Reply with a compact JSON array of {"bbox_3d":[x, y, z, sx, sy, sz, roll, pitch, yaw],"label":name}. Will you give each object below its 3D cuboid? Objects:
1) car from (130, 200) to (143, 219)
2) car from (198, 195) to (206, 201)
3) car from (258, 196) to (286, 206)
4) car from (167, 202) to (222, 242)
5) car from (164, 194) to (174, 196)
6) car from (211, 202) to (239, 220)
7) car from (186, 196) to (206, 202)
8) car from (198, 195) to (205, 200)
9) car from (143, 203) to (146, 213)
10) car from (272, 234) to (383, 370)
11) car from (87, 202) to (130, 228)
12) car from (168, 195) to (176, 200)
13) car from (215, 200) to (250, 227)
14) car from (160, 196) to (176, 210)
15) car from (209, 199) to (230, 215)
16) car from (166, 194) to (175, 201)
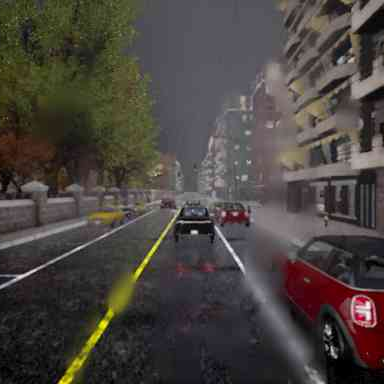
[{"bbox_3d":[-5.687,1.546,28.250,2.008,1.369,4.403,0,0,0],"label":"car"},{"bbox_3d":[2.700,1.581,88.516,1.887,1.381,4.507,0,0,0],"label":"car"},{"bbox_3d":[14.624,1.599,60.871,5.009,1.841,2.192,1,-1,0],"label":"car"},{"bbox_3d":[0.103,1.485,16.422,2.128,1.511,4.902,0,0,0],"label":"car"},{"bbox_3d":[-5.683,1.339,77.447,2.192,1.841,5.009,0,0,0],"label":"car"},{"bbox_3d":[2.693,1.561,28.249,1.947,1.339,4.313,0,0,0],"label":"car"},{"bbox_3d":[0.104,1.487,32.587,2.128,1.511,4.902,0,0,0],"label":"car"},{"bbox_3d":[2.700,1.594,94.052,2.008,1.369,4.403,0,0,0],"label":"car"},{"bbox_3d":[-5.687,1.522,33.711,1.752,1.417,4.829,0,0,0],"label":"car"},{"bbox_3d":[2.690,1.437,5.728,1.967,1.590,4.097,0,0,0],"label":"car"},{"bbox_3d":[-5.688,1.519,22.449,1.752,1.417,4.829,0,0,0],"label":"car"},{"bbox_3d":[-5.680,1.588,94.053,1.887,1.381,4.507,0,0,0],"label":"car"},{"bbox_3d":[2.692,1.434,22.619,1.967,1.590,4.097,0,0,0],"label":"car"},{"bbox_3d":[-3.005,1.565,43.415,1.994,1.385,4.181,0,0,0],"label":"car"},{"bbox_3d":[2.693,1.522,34.051,1.752,1.417,4.829,0,0,0],"label":"car"},{"bbox_3d":[-5.681,1.477,88.517,1.967,1.590,4.097,0,0,0],"label":"car"}]
